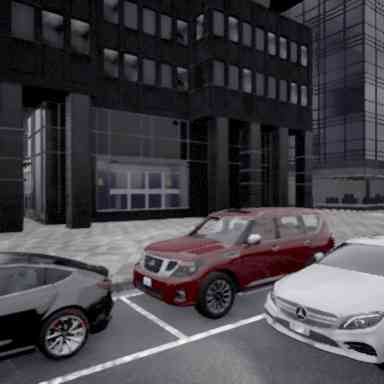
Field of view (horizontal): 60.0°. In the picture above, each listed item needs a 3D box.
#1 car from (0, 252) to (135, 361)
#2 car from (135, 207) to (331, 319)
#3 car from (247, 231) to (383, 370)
[{"bbox_3d":[-3.183,1.566,4.381,4.313,1.339,1.947,0,0,-35],"label":"car"},{"bbox_3d":[1.236,1.311,7.529,5.009,1.841,2.192,0,0,-35],"label":"car"},{"bbox_3d":[3.307,1.522,5.729,4.674,1.442,1.812,0,0,-36],"label":"car"}]
